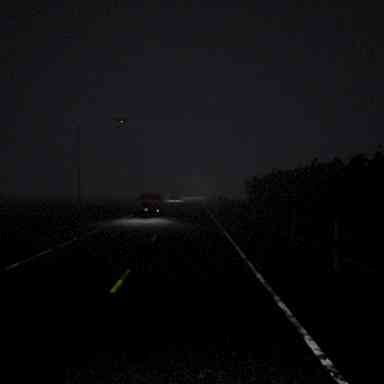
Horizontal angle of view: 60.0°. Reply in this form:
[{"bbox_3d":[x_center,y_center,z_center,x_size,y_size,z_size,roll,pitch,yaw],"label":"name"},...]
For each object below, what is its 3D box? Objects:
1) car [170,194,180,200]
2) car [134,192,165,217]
[{"bbox_3d":[-3.545,1.027,69.926,1.994,1.385,4.181,0,0,0],"label":"car"},{"bbox_3d":[-3.618,1.012,28.978,2.150,2.045,5.566,0,0,0],"label":"car"}]
